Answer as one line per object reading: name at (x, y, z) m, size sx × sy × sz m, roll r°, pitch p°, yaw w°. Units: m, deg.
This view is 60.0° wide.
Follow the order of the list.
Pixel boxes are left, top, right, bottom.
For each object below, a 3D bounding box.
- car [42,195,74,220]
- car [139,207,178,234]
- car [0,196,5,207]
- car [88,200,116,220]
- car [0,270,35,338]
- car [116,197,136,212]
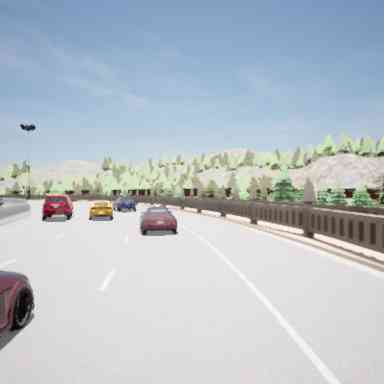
car at (-11.427, 1.249, 28.563) m, size 2.150 × 2.045 × 5.566 m, roll 0°, pitch 0°, yaw -17°
car at (-2.028, 1.560, 19.424) m, size 1.994 × 1.385 × 4.181 m, roll 0°, pitch 0°, yaw -11°
car at (-30.277, 1.440, 51.591) m, size 2.097 × 1.767 × 4.553 m, roll 0°, pitch 0°, yaw -33°
car at (-7.938, 1.491, 28.968) m, size 1.882 × 1.535 × 5.008 m, roll 0°, pitch 0°, yaw -16°
car at (-3.695, 1.576, 4.178) m, size 1.994 × 1.385 × 4.181 m, roll 0°, pitch 0°, yaw -3°
car at (-8.193, 1.359, 40.009) m, size 2.097 × 1.767 × 4.553 m, roll 0°, pitch 0°, yaw -22°
